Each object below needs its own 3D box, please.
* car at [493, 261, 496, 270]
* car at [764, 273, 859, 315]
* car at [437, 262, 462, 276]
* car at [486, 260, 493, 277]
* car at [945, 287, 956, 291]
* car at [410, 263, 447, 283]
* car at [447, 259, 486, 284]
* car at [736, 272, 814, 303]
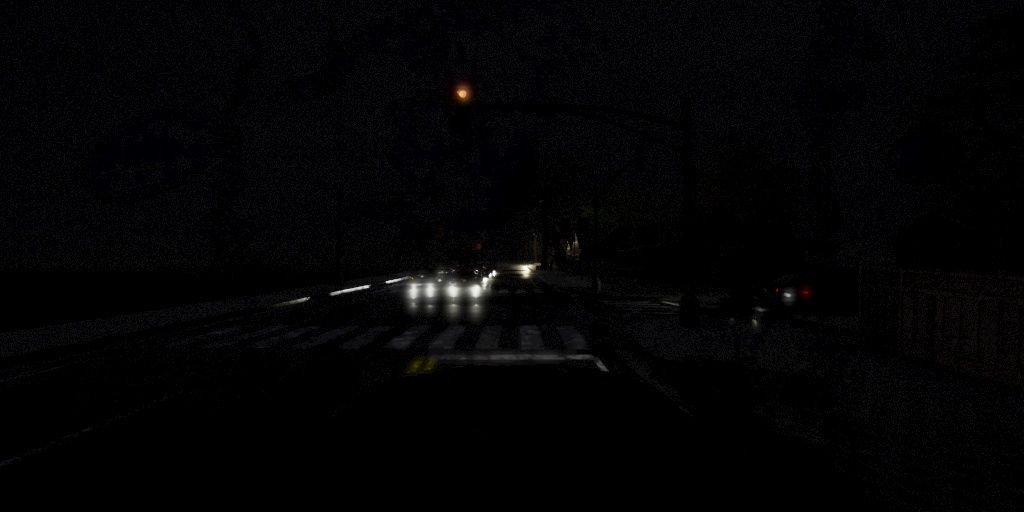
[{"bbox_3d":[-3.337,1.281,44.622,1.812,1.442,4.674,0,0,0],"label":"car"},{"bbox_3d":[12.479,1.498,13.657,4.181,1.385,1.994,1,-2,-2],"label":"car"},{"bbox_3d":[-6.596,1.356,38.249,1.895,1.301,4.718,0,0,0],"label":"car"},{"bbox_3d":[-3.345,1.108,35.662,2.097,1.767,4.553,0,0,0],"label":"car"},{"bbox_3d":[22.953,1.739,16.900,5.357,1.411,2.033,1,-2,-3],"label":"car"},{"bbox_3d":[-6.598,1.321,28.293,1.994,1.385,4.181,0,0,0],"label":"car"},{"bbox_3d":[-3.306,1.109,26.833,2.097,1.767,4.553,0,0,-1],"label":"car"},{"bbox_3d":[13.065,1.508,16.531,5.008,1.535,1.882,1,-2,-2],"label":"car"}]
